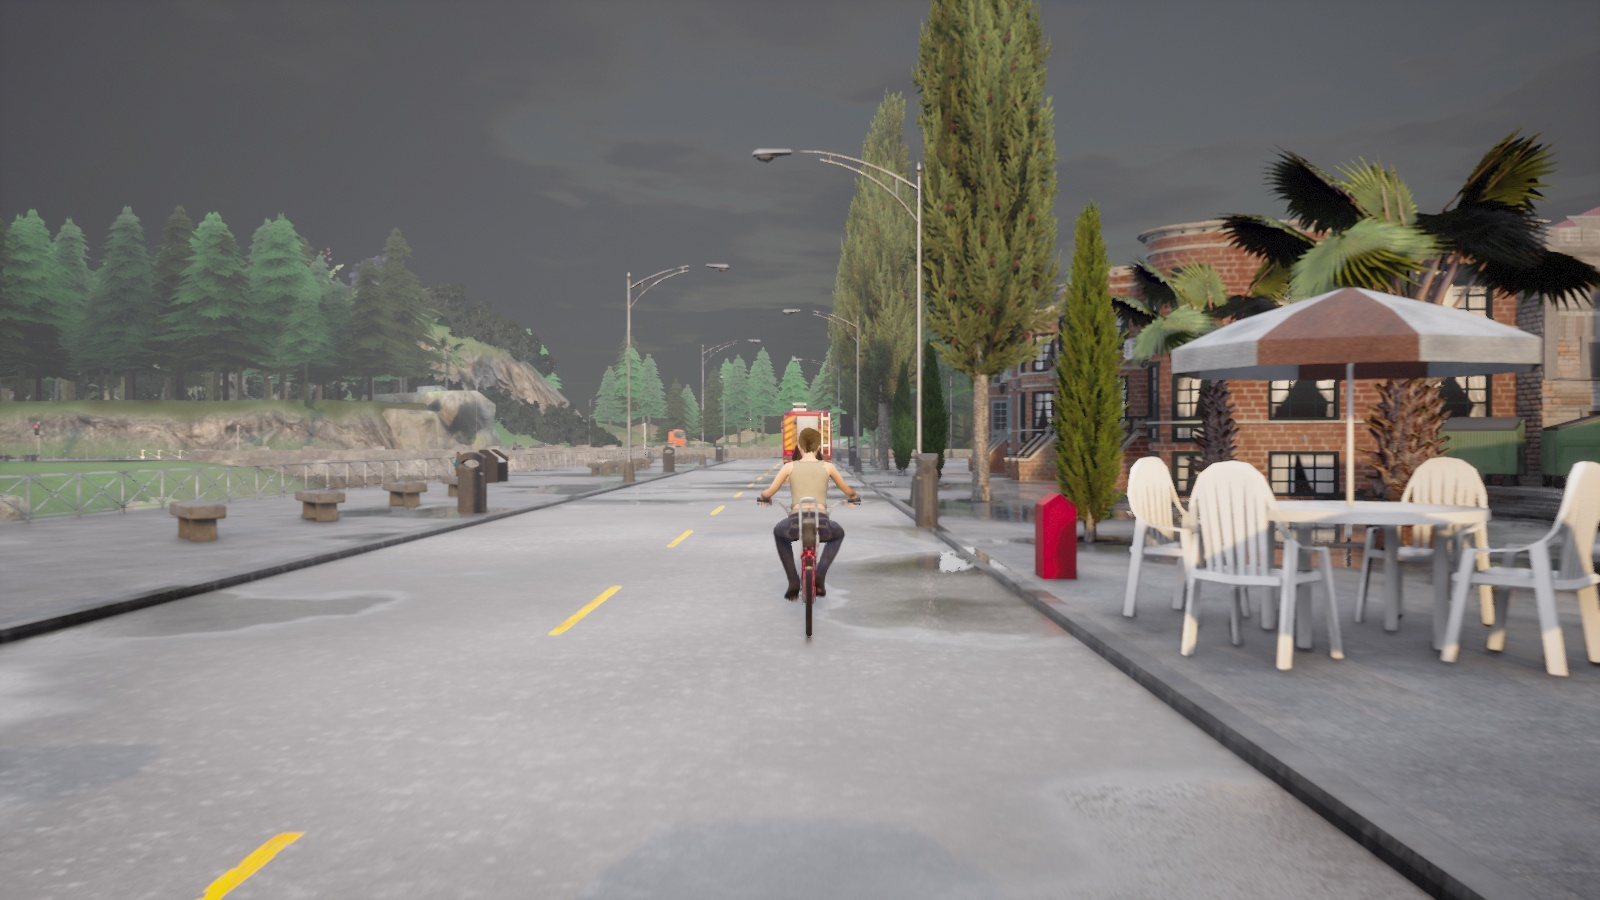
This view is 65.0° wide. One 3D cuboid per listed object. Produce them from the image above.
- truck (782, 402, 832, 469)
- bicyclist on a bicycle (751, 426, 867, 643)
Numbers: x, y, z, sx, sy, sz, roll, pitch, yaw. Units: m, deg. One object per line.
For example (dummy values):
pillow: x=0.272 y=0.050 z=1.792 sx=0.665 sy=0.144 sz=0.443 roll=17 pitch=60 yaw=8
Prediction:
truck: x=0.440 y=-0.849 z=76.459 sx=2.891 sy=3.827 sz=8.468 roll=0 pitch=0 yaw=0
bicyclist on a bicycle: x=0.072 y=0.626 z=10.098 sx=0.866 sy=1.612 sz=1.509 roll=0 pitch=0 yaw=0
